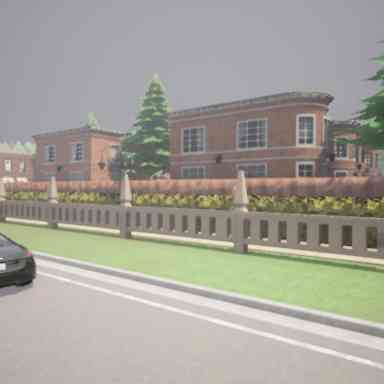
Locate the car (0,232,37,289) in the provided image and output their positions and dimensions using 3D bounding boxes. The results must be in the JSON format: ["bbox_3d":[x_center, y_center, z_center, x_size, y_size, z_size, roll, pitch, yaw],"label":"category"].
[{"bbox_3d":[-5.559,1.482,7.911,4.181,1.385,1.994,1,0,36],"label":"car"}]
